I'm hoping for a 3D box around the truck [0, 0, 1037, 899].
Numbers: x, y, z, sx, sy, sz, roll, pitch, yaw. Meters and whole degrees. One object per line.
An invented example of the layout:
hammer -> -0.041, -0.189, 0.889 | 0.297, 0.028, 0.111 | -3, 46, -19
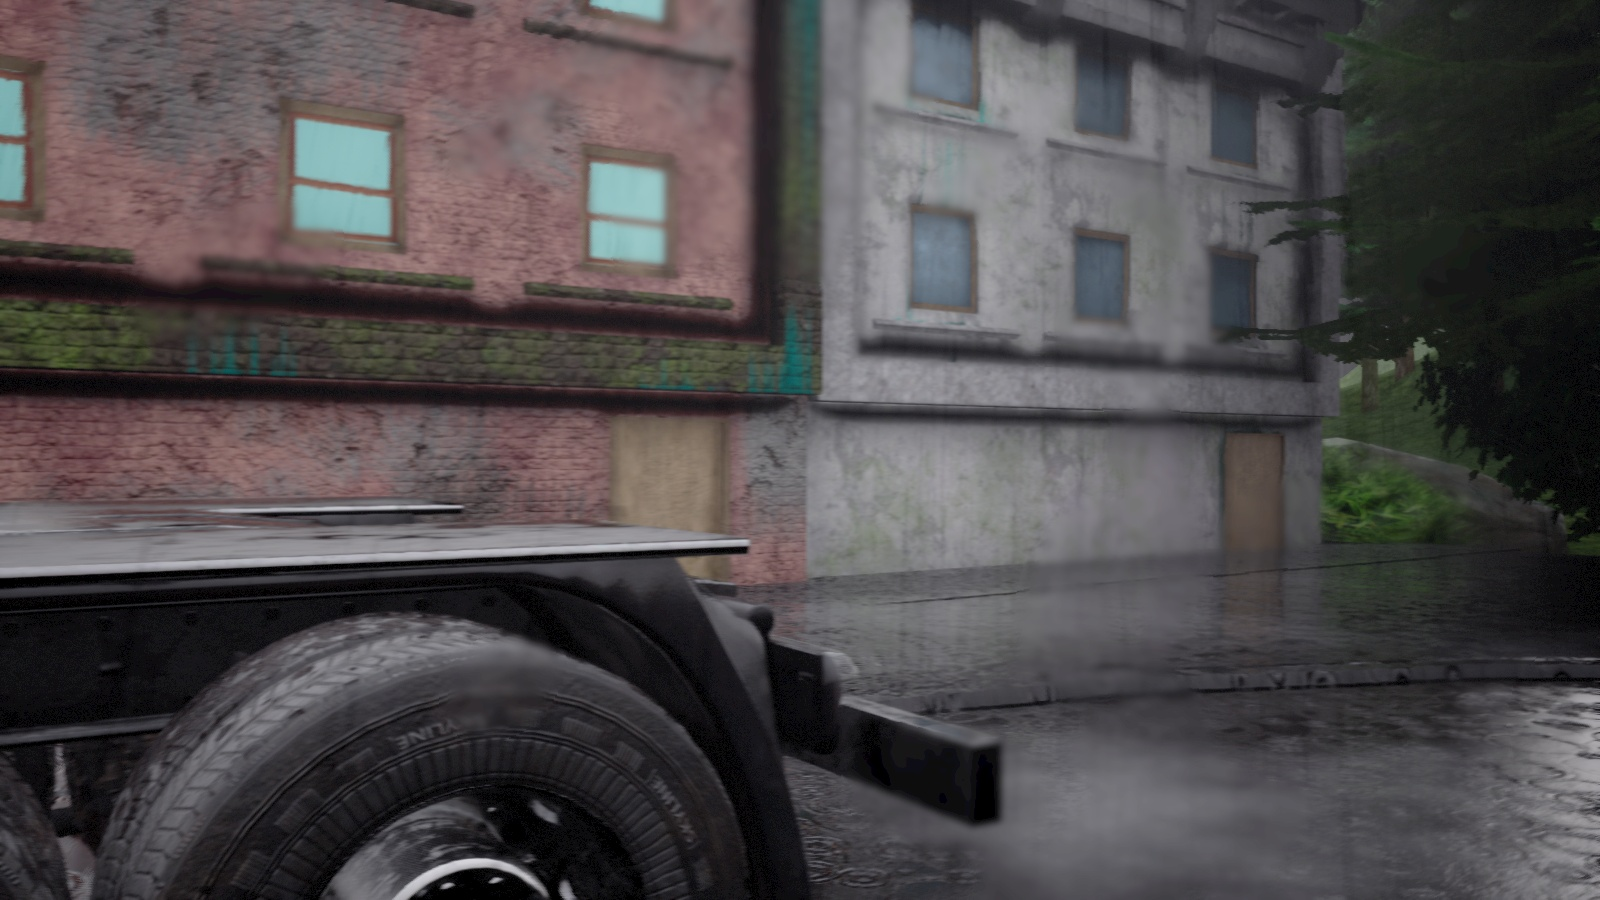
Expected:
truck -> -3.614, -0.227, 1.906 | 7.936, 3.462, 2.891 | 0, 0, -32
